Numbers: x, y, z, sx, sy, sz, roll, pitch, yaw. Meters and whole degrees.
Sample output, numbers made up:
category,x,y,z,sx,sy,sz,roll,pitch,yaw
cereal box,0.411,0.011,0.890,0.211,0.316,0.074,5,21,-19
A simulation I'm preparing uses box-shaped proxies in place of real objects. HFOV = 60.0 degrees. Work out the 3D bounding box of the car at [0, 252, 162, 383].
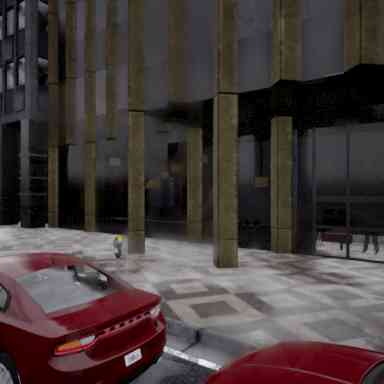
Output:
category,x,y,z,sx,sy,sz,roll,pitch,yaw
car,-2.414,1.544,4.678,4.507,1.381,1.887,0,0,35

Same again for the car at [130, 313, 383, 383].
category,x,y,z,sx,sy,sz,roll,pitch,yaw
car,2.016,1.545,1.525,4.507,1.381,1.887,0,0,35
